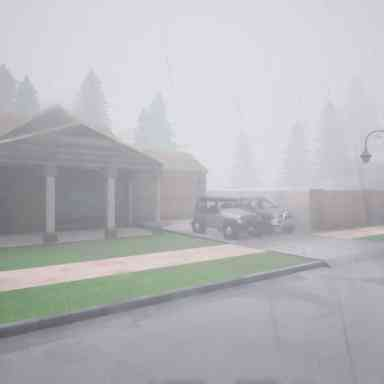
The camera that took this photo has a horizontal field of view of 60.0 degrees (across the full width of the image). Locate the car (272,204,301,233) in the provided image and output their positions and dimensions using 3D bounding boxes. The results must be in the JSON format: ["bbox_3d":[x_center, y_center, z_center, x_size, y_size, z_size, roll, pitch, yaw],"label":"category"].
[{"bbox_3d":[3.394,1.173,17.735,1.932,1.855,4.605,0,0,-36],"label":"car"}]

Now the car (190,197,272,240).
[{"bbox_3d":[1.575,1.175,15.957,1.905,1.878,3.866,0,0,-36],"label":"car"}]
